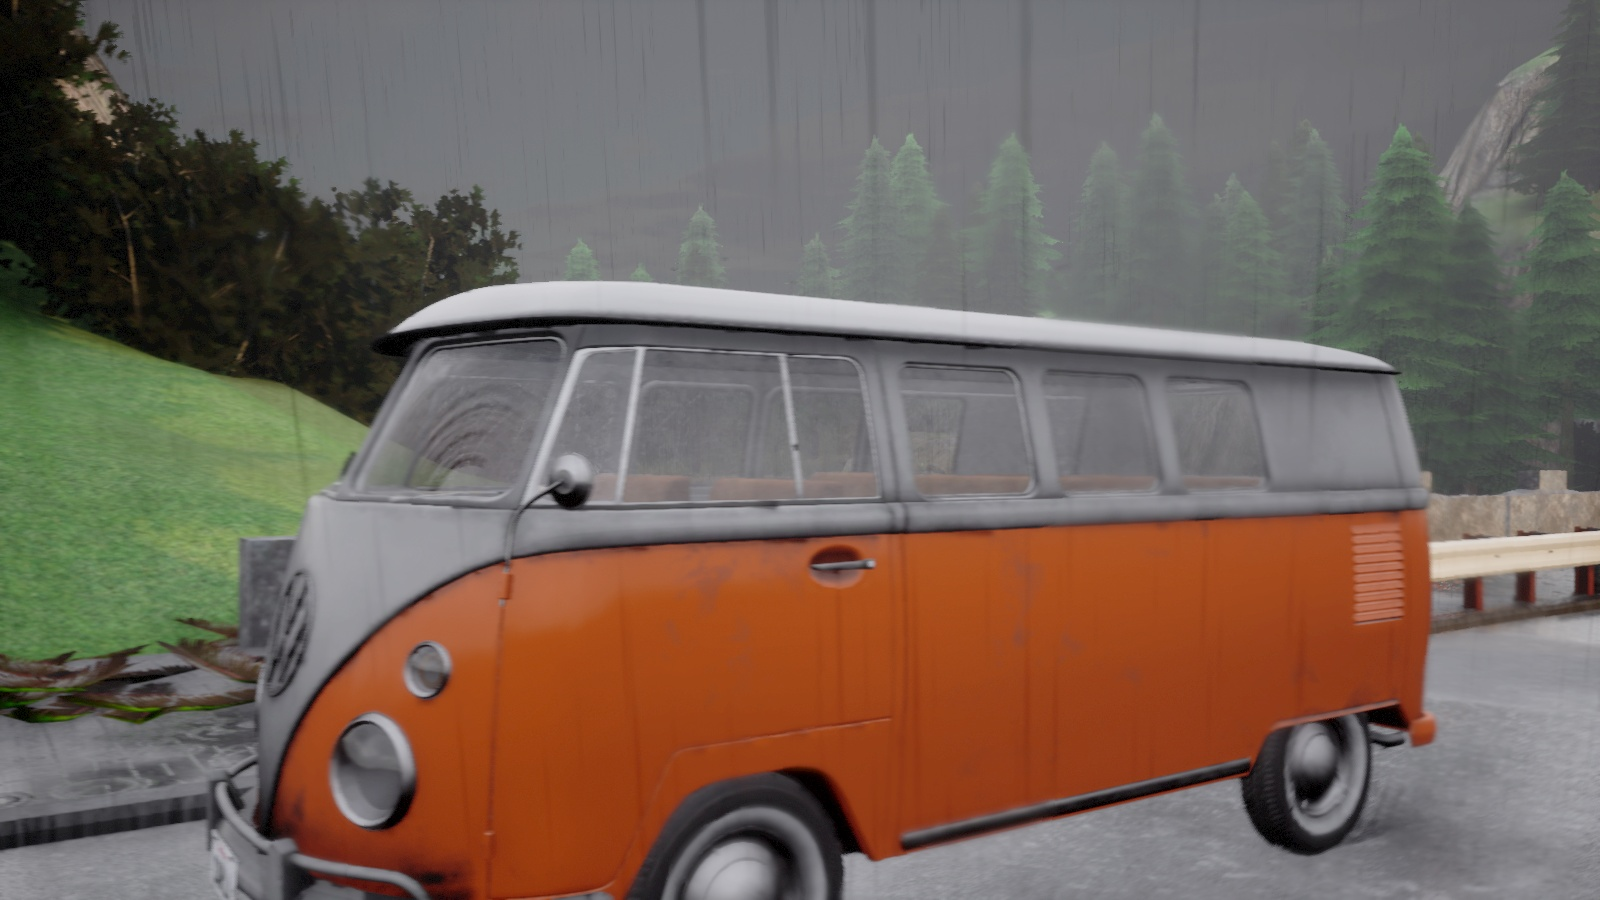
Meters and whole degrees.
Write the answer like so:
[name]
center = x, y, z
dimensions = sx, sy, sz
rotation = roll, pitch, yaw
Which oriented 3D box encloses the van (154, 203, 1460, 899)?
[van]
center = 0.304, 0.508, 4.481
dimensions = 4.442, 1.987, 1.775
rotation = 0, 0, -35
